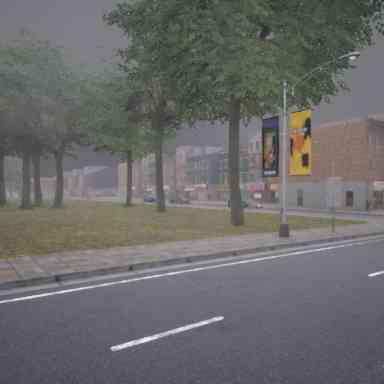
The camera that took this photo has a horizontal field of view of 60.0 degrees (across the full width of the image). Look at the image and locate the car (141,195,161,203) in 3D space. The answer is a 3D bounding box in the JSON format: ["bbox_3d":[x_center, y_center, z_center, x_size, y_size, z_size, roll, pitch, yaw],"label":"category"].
[{"bbox_3d":[-8.301,1.328,67.009,1.882,1.535,5.008,1,0,-36],"label":"car"}]

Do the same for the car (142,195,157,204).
[{"bbox_3d":[-6.552,1.343,59.816,2.128,1.511,4.902,1,0,-35],"label":"car"}]

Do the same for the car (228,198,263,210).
[{"bbox_3d":[6.573,1.475,41.303,2.128,1.511,4.902,1,0,-36],"label":"car"}]

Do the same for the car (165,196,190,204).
[{"bbox_3d":[-2.296,1.376,58.695,2.128,1.511,4.902,1,0,-35],"label":"car"}]
